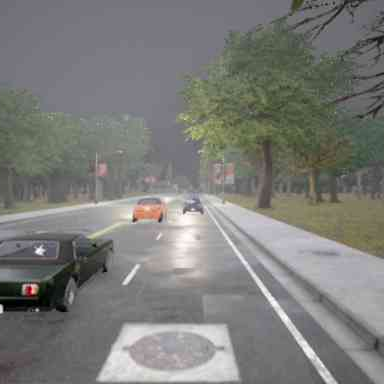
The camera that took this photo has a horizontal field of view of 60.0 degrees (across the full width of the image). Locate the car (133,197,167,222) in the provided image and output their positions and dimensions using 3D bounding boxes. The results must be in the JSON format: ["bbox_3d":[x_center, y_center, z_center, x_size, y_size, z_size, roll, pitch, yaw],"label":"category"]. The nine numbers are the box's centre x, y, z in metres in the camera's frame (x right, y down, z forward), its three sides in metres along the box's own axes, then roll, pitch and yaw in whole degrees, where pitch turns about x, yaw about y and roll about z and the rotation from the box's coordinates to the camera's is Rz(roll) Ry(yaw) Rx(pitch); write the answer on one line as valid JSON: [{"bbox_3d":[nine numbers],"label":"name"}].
[{"bbox_3d":[-3.075,1.209,25.006,2.097,1.767,4.553,0,0,0],"label":"car"}]

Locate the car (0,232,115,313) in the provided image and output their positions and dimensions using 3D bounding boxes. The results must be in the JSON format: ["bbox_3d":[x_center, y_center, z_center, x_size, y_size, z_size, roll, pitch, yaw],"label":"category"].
[{"bbox_3d":[-3.139,1.562,7.512,1.895,1.301,4.718,0,0,0],"label":"car"}]

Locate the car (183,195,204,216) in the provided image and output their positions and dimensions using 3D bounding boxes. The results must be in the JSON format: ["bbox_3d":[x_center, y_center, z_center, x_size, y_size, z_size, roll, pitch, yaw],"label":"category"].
[{"bbox_3d":[0.104,1.264,30.465,1.812,1.442,4.674,0,0,0],"label":"car"}]

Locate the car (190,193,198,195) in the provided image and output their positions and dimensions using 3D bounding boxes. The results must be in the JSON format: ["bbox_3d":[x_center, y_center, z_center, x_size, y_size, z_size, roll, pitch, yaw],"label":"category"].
[{"bbox_3d":[0.404,0.981,62.139,2.163,1.488,4.792,0,1,1],"label":"car"}]
